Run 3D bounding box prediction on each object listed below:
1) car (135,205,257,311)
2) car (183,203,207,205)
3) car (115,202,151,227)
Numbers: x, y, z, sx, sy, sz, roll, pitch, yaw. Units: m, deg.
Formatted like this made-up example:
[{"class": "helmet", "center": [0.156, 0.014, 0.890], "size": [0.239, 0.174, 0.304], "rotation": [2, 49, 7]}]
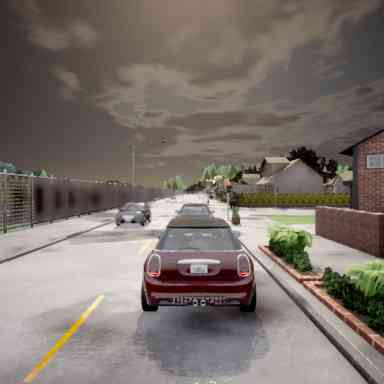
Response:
[{"class": "car", "center": [0.125, 1.352, 7.893], "size": [2.097, 1.767, 4.553], "rotation": [0, 0, 0]}, {"class": "car", "center": [0.163, 1.352, 17.590], "size": [2.097, 1.767, 4.553], "rotation": [0, 0, 0]}, {"class": "car", "center": [-3.930, 1.493, 22.992], "size": [2.128, 1.511, 4.902], "rotation": [0, 0, 1]}]
